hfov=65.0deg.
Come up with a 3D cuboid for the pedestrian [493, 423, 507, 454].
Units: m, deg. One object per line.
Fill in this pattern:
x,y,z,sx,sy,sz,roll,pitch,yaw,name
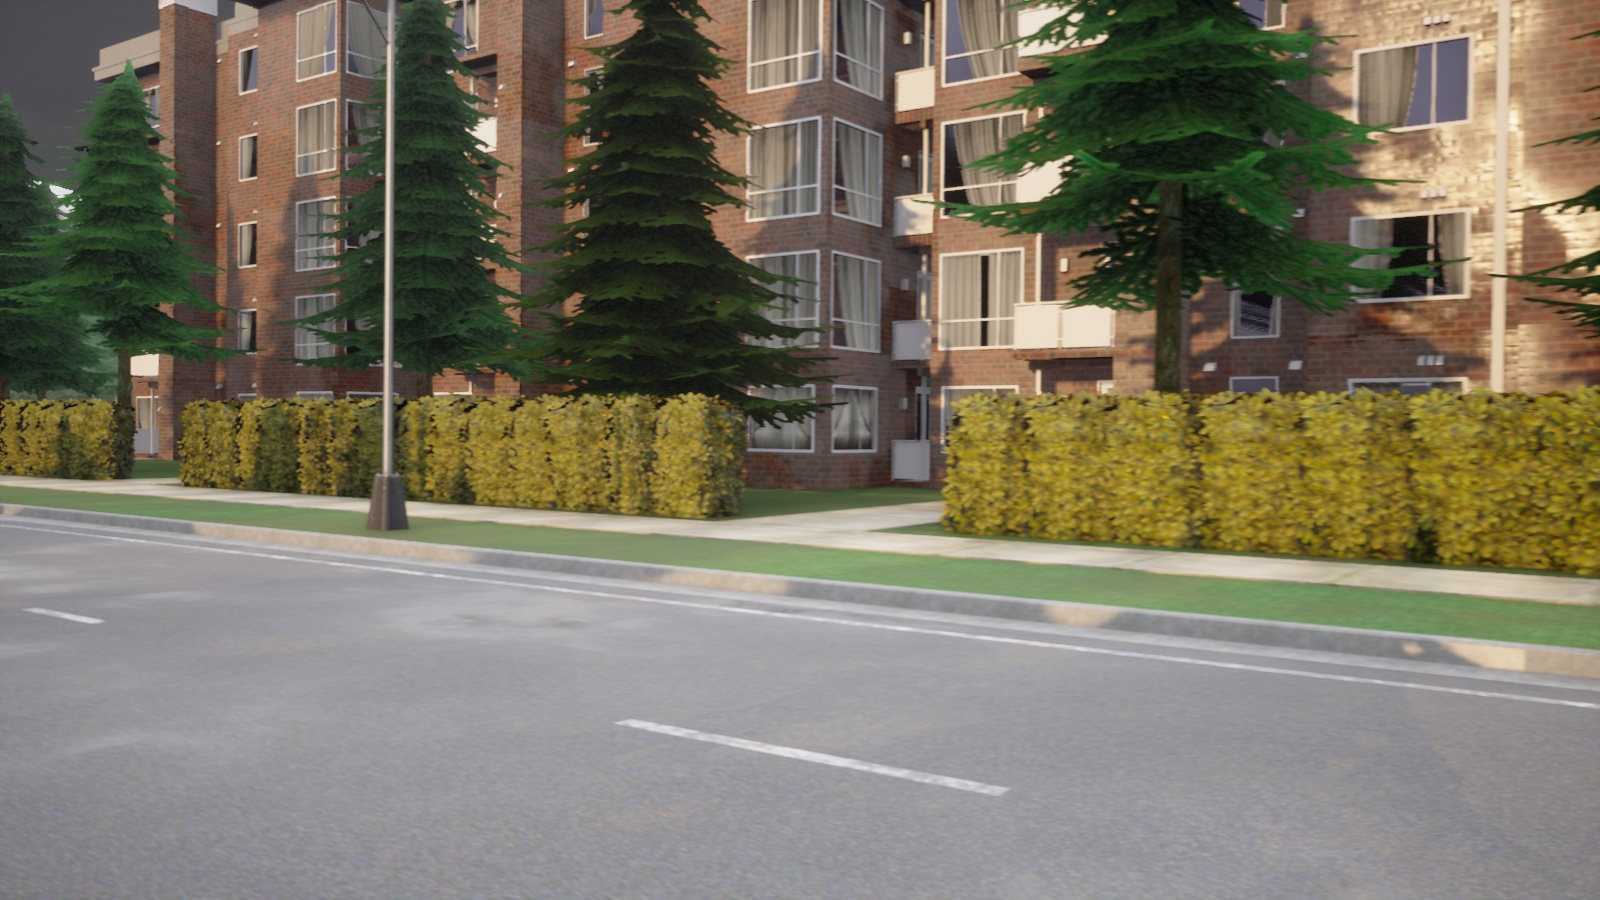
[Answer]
-18.812,-0.709,78.741,0.423,1.949,0.788,0,1,36,pedestrian
